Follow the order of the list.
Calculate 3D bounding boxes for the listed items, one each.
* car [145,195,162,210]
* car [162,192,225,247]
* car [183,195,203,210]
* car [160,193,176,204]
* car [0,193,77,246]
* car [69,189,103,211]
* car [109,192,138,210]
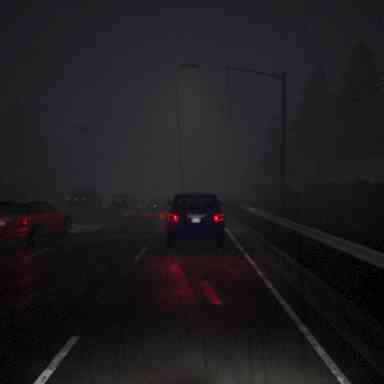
[{"bbox_3d":[-3.385,0.998,32.889,1.812,1.442,4.674,0,1,0],"label":"car"},{"bbox_3d":[0.145,1.000,13.992,2.150,2.045,5.566,0,1,0],"label":"car"},{"bbox_3d":[0.130,1.063,33.982,1.895,1.301,4.718,0,1,1],"label":"car"},{"bbox_3d":[-3.298,0.854,46.783,1.895,1.301,4.718,0,1,1],"label":"car"},{"bbox_3d":[-6.854,1.114,14.176,2.097,1.767,4.553,0,1,0],"label":"car"},{"bbox_3d":[-10.387,0.690,32.499,2.150,2.045,5.566,0,1,0],"label":"car"},{"bbox_3d":[-6.872,0.804,33.772,2.097,1.767,4.553,0,1,1],"label":"car"}]
